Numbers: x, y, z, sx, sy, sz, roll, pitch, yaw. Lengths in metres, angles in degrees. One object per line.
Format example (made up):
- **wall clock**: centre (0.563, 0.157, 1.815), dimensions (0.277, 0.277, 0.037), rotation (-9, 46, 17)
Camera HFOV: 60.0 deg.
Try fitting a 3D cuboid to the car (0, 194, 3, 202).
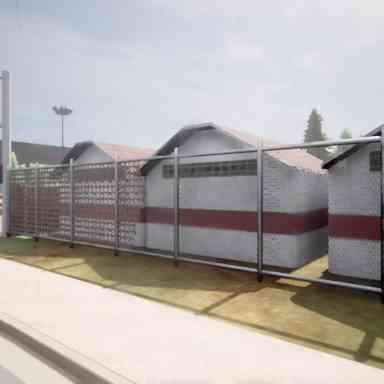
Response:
- **car**: centre (-22.535, 1.208, 39.964), dimensions (2.150, 2.045, 5.566), rotation (0, 0, 37)
